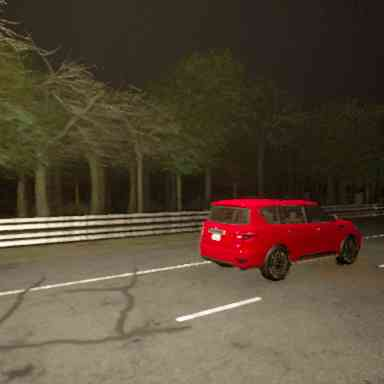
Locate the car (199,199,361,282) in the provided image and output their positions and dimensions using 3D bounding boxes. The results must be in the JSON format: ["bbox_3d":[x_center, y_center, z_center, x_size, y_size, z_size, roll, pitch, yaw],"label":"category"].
[{"bbox_3d":[2.806,1.233,10.050,5.566,2.045,2.150,0,0,-35],"label":"car"}]
